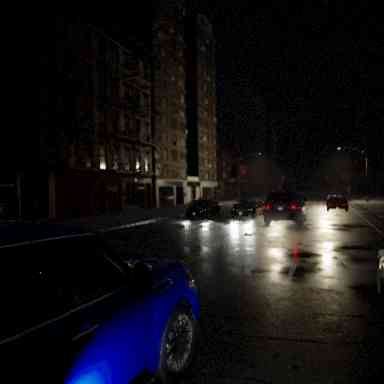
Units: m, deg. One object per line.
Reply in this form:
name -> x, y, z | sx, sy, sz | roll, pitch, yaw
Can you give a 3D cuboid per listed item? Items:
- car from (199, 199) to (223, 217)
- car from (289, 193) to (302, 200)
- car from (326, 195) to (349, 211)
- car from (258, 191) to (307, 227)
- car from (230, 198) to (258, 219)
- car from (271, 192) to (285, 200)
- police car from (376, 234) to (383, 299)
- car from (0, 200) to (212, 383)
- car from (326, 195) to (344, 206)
car -> 1.039, 1.326, 26.651 | 1.837, 1.490, 4.892 | -1, 0, 22
car -> 20.120, 0.840, 64.447 | 1.895, 1.301, 4.718 | -1, 0, 22
car -> 14.043, 1.147, 32.222 | 1.895, 1.301, 4.718 | -1, 0, 23
car -> 5.906, 0.985, 20.869 | 2.150, 2.045, 5.566 | -1, 0, 22
car -> 4.412, 1.252, 26.313 | 2.128, 1.511, 4.902 | -1, 0, 22
car -> 16.854, 0.800, 65.076 | 1.837, 1.490, 4.892 | -1, 1, 23
police car -> 4.029, 1.319, 4.951 | 1.930, 1.638, 5.238 | -1, 0, 22
car -> -1.764, 1.237, 2.671 | 2.150, 2.045, 5.566 | -1, 0, 21
car -> 17.793, 1.022, 41.473 | 1.895, 1.301, 4.718 | -1, 0, 23
